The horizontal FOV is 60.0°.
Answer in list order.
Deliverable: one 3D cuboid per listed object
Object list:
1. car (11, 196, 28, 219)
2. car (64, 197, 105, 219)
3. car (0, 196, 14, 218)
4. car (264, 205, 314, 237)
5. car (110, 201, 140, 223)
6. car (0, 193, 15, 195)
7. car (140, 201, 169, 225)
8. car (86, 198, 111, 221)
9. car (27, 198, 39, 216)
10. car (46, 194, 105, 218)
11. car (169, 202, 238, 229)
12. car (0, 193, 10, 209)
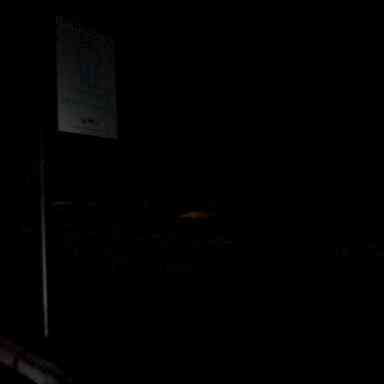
[{"bbox_3d":[-14.634,1.454,33.081,2.097,1.535,5.008,0,0,35],"label":"car"},{"bbox_3d":[-7.840,1.465,28.264,2.097,1.535,5.008,0,0,35],"label":"car"},{"bbox_3d":[-16.787,1.443,34.845,1.946,1.575,5.366,0,0,35],"label":"car"},{"bbox_3d":[5.714,1.512,18.586,2.163,1.488,4.792,0,0,35],"label":"car"},{"bbox_3d":[-3.314,1.472,25.048,2.231,1.521,4.892,0,0,35],"label":"car"},{"bbox_3d":[-23.698,1.152,39.497,2.435,2.045,5.566,0,0,35],"label":"car"},{"bbox_3d":[-1.040,1.504,23.458,2.163,1.488,4.792,0,0,35],"label":"car"},{"bbox_3d":[-5.577,1.468,26.655,2.097,1.535,5.008,0,0,35],"label":"car"},{"bbox_3d":[-12.370,1.461,31.471,2.231,1.521,4.892,0,0,35],"label":"car"},{"bbox_3d":[-10.122,1.211,29.844,2.435,2.045,5.566,0,0,35],"label":"car"},{"bbox_3d":[1.098,1.474,21.675,1.946,1.575,5.366,0,0,35],"label":"car"},{"bbox_3d":[-25.928,1.133,41.152,2.435,2.045,5.566,1,0,35],"label":"car"}]
